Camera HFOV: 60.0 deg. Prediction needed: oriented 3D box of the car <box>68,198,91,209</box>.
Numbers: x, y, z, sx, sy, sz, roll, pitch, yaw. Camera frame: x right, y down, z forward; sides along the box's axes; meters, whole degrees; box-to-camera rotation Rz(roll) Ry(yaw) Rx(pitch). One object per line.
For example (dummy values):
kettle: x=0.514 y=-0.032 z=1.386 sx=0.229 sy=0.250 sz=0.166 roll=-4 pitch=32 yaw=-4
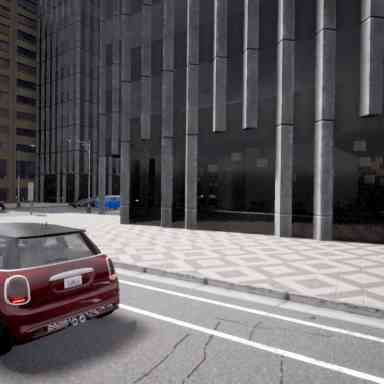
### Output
car: x=-13.848 y=1.457 z=44.580 sx=2.033 sy=1.411 sz=5.357 roll=1 pitch=1 yaw=36

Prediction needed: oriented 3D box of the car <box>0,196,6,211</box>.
car: x=-22.994 y=1.324 z=36.448 sx=1.967 sy=1.590 sz=4.097 roll=1 pitch=1 yaw=36

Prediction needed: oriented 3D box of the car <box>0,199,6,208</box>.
car: x=-21.565 y=1.277 z=33.801 sx=2.097 sy=1.767 sz=4.553 roll=1 pitch=1 yaw=35

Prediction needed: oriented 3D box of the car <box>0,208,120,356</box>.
car: x=-3.496 y=1.349 z=6.171 sx=4.553 sy=1.767 sz=2.097 roll=0 pitch=0 yaw=35

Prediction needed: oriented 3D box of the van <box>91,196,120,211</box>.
van: x=-9.712 y=1.339 z=40.287 sx=1.690 sy=1.788 sz=3.998 roll=1 pitch=1 yaw=36
